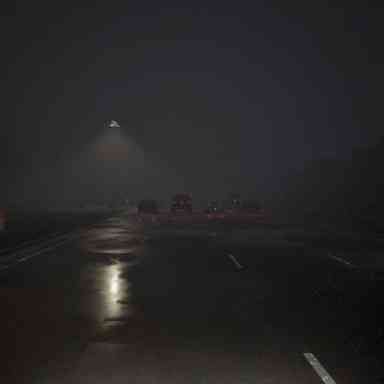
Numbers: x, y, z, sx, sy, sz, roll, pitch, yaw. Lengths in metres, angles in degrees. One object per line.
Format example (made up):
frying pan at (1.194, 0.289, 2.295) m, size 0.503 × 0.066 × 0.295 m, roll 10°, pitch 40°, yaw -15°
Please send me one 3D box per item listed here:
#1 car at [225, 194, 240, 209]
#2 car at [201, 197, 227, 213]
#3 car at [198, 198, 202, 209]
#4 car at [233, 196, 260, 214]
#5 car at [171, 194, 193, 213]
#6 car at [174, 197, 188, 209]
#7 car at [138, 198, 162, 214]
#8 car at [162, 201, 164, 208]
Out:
car at (5.507, 1.221, 45.765) m, size 2.150 × 2.045 × 5.566 m, roll 0°, pitch 0°, yaw -1°
car at (2.359, 1.526, 36.731) m, size 1.812 × 1.442 × 4.674 m, roll 0°, pitch 0°, yaw -2°
car at (1.991, 1.491, 46.530) m, size 2.128 × 1.511 × 4.902 m, roll 0°, pitch 0°, yaw -1°
car at (5.897, 1.477, 35.294) m, size 1.882 × 1.535 × 5.008 m, roll 0°, pitch 0°, yaw -2°
car at (-1.128, 1.221, 36.668) m, size 2.150 × 2.045 × 5.566 m, roll 0°, pitch 0°, yaw -1°
car at (-1.522, 1.477, 46.990) m, size 1.882 × 1.535 × 5.008 m, roll 0°, pitch 0°, yaw -1°
car at (-4.622, 1.477, 35.777) m, size 1.882 × 1.535 × 5.008 m, roll 0°, pitch 0°, yaw -1°
car at (-4.992, 1.547, 45.691) m, size 2.033 × 1.411 × 5.357 m, roll 0°, pitch 0°, yaw -1°
